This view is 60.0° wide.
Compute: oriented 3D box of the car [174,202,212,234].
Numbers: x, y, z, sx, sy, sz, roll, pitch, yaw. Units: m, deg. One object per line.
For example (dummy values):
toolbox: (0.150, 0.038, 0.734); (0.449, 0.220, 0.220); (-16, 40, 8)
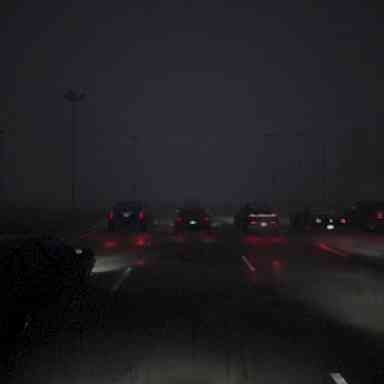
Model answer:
car: (0.038, 1.456, 18.347); (1.994, 1.385, 4.181); (0, 0, 0)

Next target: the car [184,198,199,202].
car: (-0.032, 1.358, 41.286); (1.895, 1.301, 4.718); (0, 0, 0)

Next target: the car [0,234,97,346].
car: (-3.397, 1.512, 6.221); (2.033, 1.411, 5.357); (0, 0, 0)

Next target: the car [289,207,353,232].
car: (7.036, 1.485, 19.057); (1.895, 1.301, 4.718); (0, 0, 1)

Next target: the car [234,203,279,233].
car: (3.540, 1.377, 18.895); (2.128, 1.511, 4.902); (0, 0, 0)

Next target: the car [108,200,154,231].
car: (-3.463, 1.238, 19.628); (2.097, 1.767, 4.553); (0, 0, 0)

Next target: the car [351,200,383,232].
car: (10.540, 1.233, 19.328); (2.097, 1.767, 4.553); (0, 0, 0)
